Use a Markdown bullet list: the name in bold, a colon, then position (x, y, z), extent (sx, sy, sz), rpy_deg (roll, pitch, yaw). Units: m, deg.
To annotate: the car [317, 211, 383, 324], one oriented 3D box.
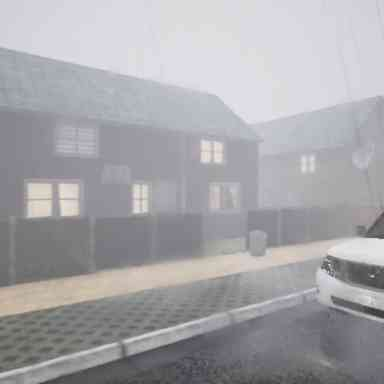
- **car**: position (4.813, 1.254, 6.500), extent (5.566, 2.045, 2.150), rpy_deg (0, 0, -35)
